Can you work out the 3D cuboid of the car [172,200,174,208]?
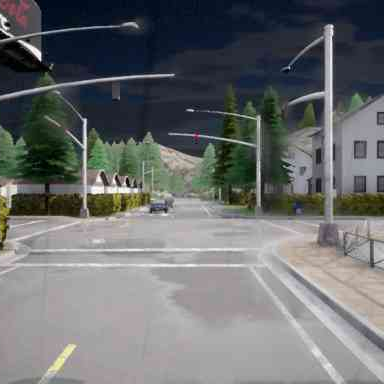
[{"bbox_3d":[-3.591,1.505,47.085,1.837,1.490,4.892,0,0,0],"label":"car"}]

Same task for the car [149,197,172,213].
[{"bbox_3d":[-3.597,1.526,37.117,1.812,1.442,4.674,0,0,0],"label":"car"}]
